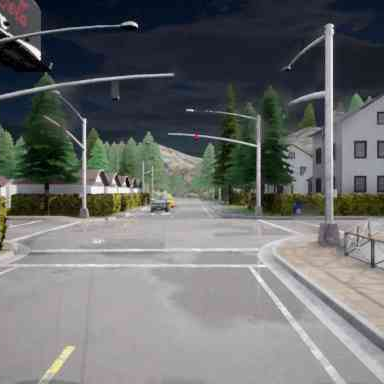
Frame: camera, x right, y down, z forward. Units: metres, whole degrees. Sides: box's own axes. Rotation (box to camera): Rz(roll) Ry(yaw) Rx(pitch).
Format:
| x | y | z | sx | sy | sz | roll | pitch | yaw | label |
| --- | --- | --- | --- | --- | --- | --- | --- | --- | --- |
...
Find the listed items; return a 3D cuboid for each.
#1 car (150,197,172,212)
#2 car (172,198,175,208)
| x | y | z | sx | sy | sz | roll | pitch | yaw | label |
| --- | --- | --- | --- | --- | --- | --- | --- | --- | --- |
| -3.595 | 1.526 | 38.168 | 1.812 | 1.442 | 4.674 | 0 | 0 | 0 | car |
| -3.601 | 1.478 | 48.640 | 1.882 | 1.535 | 5.008 | 0 | 0 | 0 | car |
